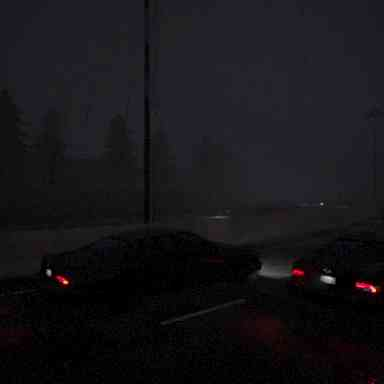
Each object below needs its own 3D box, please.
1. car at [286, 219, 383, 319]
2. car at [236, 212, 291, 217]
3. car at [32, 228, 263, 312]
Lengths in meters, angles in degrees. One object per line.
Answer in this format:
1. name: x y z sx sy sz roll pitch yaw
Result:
1. car: 4.266 1.561 7.343 5.357 1.411 2.033 0 0 -40
2. car: 4.706 1.575 22.461 1.812 1.442 4.674 0 0 43
3. car: -0.711 1.568 7.793 5.357 1.411 2.033 0 0 -38
